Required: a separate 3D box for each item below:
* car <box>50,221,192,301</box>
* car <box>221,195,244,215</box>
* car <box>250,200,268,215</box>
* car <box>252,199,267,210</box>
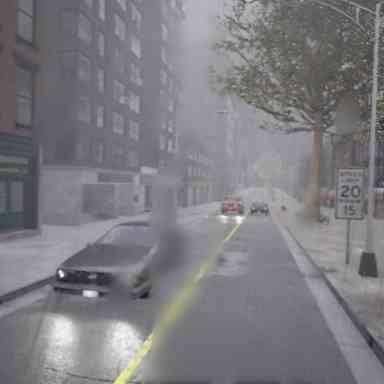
[{"bbox_3d":[-1.322,1.496,8.705,2.033,1.411,5.357,2,0,12],"label":"car"},{"bbox_3d":[4.500,1.343,36.399,2.150,2.045,5.566,2,0,12],"label":"car"},{"bbox_3d":[7.536,1.808,37.070,1.895,1.301,4.718,2,0,12],"label":"car"},{"bbox_3d":[9.955,1.794,48.844,1.994,1.385,4.181,2,0,12],"label":"car"}]
